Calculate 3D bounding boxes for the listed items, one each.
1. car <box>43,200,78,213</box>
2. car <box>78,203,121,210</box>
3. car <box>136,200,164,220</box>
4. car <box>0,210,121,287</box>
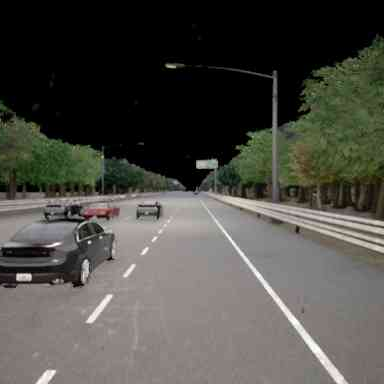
[{"bbox_3d":[-10.356,1.378,27.159,2.128,1.511,4.902,0,0,0],"label":"car"},{"bbox_3d":[-6.861,1.492,25.734,1.895,1.301,4.718,0,0,0],"label":"car"},{"bbox_3d":[-3.356,1.378,27.158,2.128,1.511,4.902,0,0,0],"label":"car"},{"bbox_3d":[-3.393,1.463,9.145,1.837,1.490,4.892,0,0,0],"label":"car"}]
